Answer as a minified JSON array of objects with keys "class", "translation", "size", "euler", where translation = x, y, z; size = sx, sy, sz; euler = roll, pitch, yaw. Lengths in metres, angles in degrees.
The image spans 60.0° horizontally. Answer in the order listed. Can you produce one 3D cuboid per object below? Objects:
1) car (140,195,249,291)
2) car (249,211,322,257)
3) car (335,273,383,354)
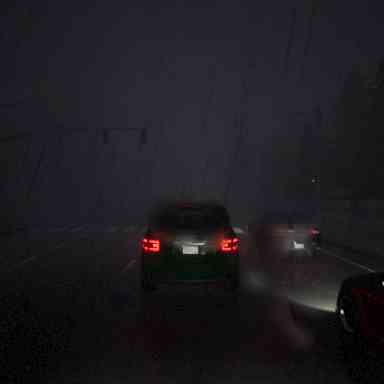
[{"class":"car","translation":[-0.075,1.221,9.131],"size":[2.150,2.045,5.566],"euler":[0,0,-1]},{"class":"car","translation":[3.367,1.492,12.879],"size":[2.128,1.511,4.902],"euler":[0,0,0]},{"class":"car","translation":[3.436,1.564,3.971],"size":[1.994,1.385,4.181],"euler":[0,0,-1]}]
